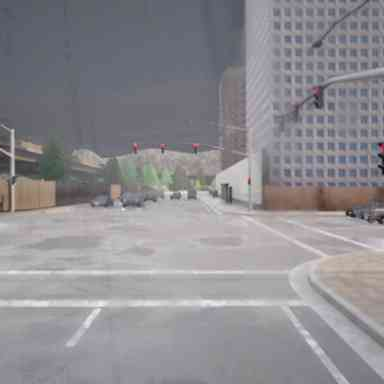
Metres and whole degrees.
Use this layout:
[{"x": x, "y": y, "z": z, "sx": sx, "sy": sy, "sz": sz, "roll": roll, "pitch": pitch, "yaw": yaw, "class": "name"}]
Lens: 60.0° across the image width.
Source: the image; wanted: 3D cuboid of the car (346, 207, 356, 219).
[{"x": 13.858, "y": 1.383, "z": 24.972, "sx": 4.181, "sy": 1.385, "sz": 1.994, "roll": 0, "pitch": 1, "yaw": 0, "class": "car"}]

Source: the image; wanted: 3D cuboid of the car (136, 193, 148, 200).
[{"x": -10.484, "y": 0.922, "z": 70.347, "sx": 1.895, "sy": 1.301, "sz": 4.718, "roll": 0, "pitch": 1, "yaw": 0, "class": "car"}]

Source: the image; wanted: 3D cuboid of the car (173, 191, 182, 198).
[{"x": -3.482, "y": 0.567, "z": 78.252, "sx": 1.882, "sy": 1.535, "sz": 5.008, "roll": 0, "pitch": 1, "yaw": 0, "class": "car"}]

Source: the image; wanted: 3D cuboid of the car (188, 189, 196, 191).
[{"x": 0.018, "y": 0.314, "z": 78.278, "sx": 2.150, "sy": 2.045, "sz": 5.566, "roll": 0, "pitch": 1, "yaw": 0, "class": "car"}]

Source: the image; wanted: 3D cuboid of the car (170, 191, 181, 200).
[{"x": -3.484, "y": 0.957, "z": 68.063, "sx": 1.895, "sy": 1.301, "sz": 4.718, "roll": 0, "pitch": 1, "yaw": 0, "class": "car"}]

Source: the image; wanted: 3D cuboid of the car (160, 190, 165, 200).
[{"x": -6.983, "y": 0.547, "z": 70.738, "sx": 2.150, "sy": 2.045, "sz": 5.566, "roll": 0, "pitch": 1, "yaw": 0, "class": "car"}]

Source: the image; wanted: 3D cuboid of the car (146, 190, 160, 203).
[{"x": -7.045, "y": 0.704, "z": 55.017, "sx": 2.150, "sy": 2.045, "sz": 5.566, "roll": 0, "pitch": 0, "yaw": 0, "class": "car"}]

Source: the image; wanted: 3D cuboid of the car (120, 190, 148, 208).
[{"x": -7.078, "y": 0.971, "z": 40.573, "sx": 2.097, "sy": 1.767, "sz": 4.553, "roll": 0, "pitch": 0, "yaw": 0, "class": "car"}]

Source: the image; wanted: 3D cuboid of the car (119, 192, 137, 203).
[{"x": -10.546, "y": 0.828, "z": 55.439, "sx": 2.097, "sy": 1.767, "sz": 4.553, "roll": 0, "pitch": 1, "yaw": 0, "class": "car"}]

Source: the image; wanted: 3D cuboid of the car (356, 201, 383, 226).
[{"x": 13.545, "y": 1.378, "z": 21.451, "sx": 4.674, "sy": 1.442, "sz": 1.812, "roll": 0, "pitch": 1, "yaw": 0, "class": "car"}]

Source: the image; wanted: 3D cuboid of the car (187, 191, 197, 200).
[{"x": 0.016, "y": 0.957, "z": 68.061, "sx": 1.895, "sy": 1.301, "sz": 4.718, "roll": 0, "pitch": 1, "yaw": 0, "class": "car"}]

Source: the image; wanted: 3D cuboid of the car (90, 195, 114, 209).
[{"x": -10.580, "y": 1.118, "z": 39.493, "sx": 2.128, "sy": 1.511, "sz": 4.902, "roll": 0, "pitch": 1, "yaw": 0, "class": "car"}]
